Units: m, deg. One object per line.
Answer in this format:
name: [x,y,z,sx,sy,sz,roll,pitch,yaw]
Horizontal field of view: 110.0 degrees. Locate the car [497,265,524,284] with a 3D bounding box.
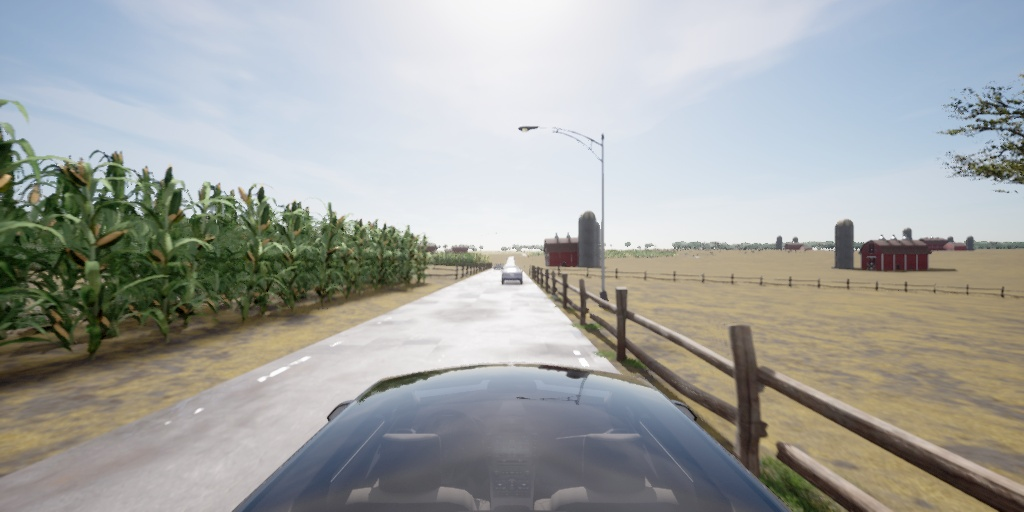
car: [0.011,1.590,30.836,2.033,1.411,5.357,0,-1,0]
